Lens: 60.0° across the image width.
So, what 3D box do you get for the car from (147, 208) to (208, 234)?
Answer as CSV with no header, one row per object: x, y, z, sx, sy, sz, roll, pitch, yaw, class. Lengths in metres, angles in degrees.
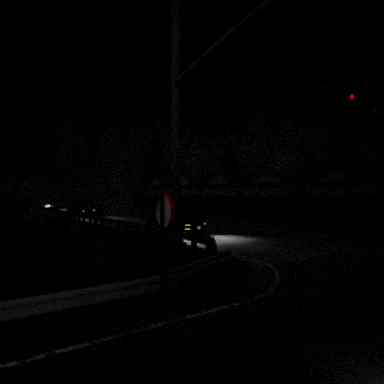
-1.019,1.696,20.059,1.837,1.490,4.892,0,0,-35,car

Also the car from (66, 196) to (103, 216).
-10.981,1.417,34.202,2.150,2.045,5.566,0,0,-35,car

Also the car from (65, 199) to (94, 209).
-16.637,1.778,49.451,1.895,1.301,4.718,0,0,14,car
